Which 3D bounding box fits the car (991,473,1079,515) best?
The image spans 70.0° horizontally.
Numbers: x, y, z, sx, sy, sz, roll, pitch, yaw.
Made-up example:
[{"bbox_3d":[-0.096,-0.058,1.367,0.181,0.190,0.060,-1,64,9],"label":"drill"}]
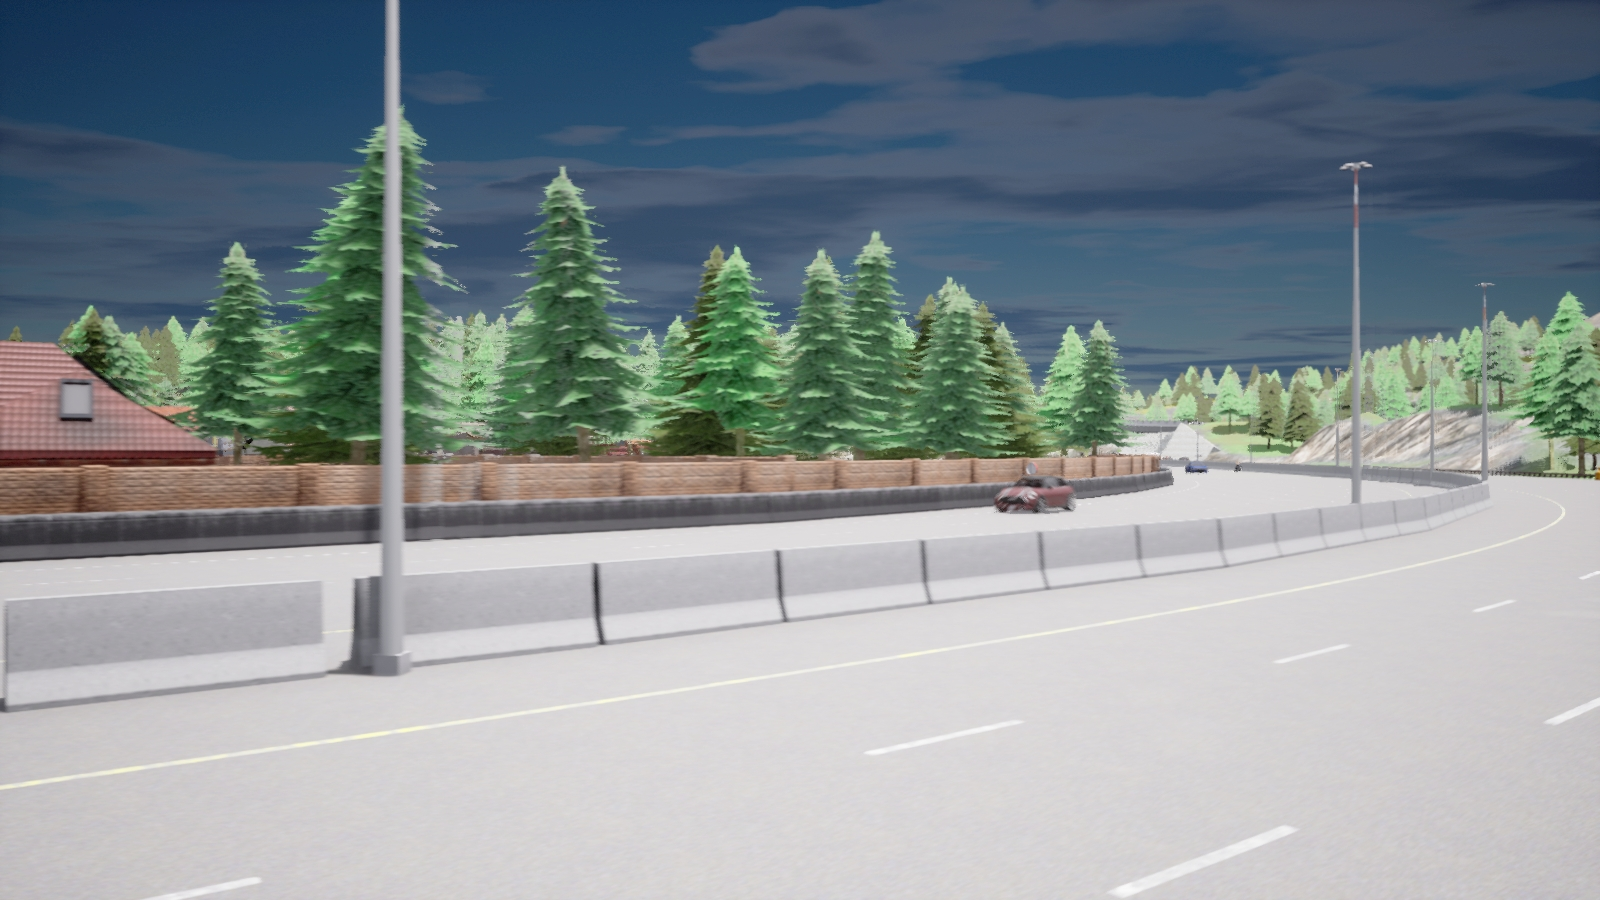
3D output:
[{"bbox_3d":[10.747,1.962,52.076,2.097,1.767,4.553,0,0,39],"label":"car"}]
